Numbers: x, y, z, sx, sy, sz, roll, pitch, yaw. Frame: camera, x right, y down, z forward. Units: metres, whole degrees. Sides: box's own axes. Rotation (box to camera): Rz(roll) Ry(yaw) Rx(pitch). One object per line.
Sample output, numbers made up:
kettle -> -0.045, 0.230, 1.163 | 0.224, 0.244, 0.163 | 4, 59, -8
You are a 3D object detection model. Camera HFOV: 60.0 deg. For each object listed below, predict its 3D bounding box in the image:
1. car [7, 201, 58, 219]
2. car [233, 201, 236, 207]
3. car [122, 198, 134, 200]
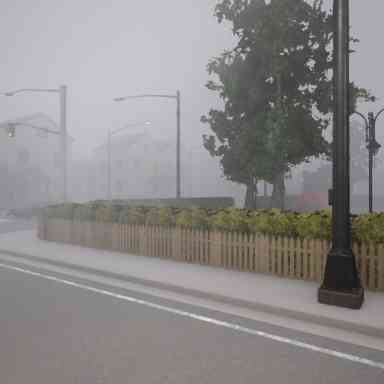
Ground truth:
car -> -13.259, 1.547, 29.458 | 2.033, 1.411, 5.357 | 0, 0, 35
car -> 4.909, 1.564, 49.111 | 1.994, 1.385, 4.181 | 0, 0, 35
car -> -7.317, 1.491, 38.004 | 2.128, 1.511, 4.902 | 0, 0, 35
